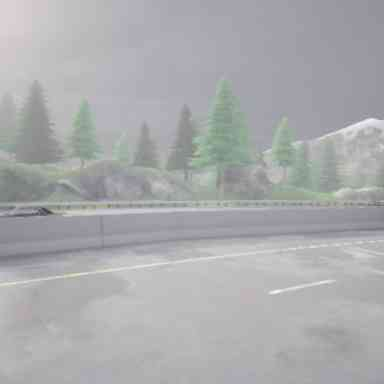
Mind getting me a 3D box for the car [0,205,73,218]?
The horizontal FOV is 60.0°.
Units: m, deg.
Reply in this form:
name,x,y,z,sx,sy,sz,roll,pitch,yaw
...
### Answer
name,x,y,z,sx,sy,sz,roll,pitch,yaw
car,-7.956,1.287,15.462,4.718,1.301,1.895,0,1,-34
